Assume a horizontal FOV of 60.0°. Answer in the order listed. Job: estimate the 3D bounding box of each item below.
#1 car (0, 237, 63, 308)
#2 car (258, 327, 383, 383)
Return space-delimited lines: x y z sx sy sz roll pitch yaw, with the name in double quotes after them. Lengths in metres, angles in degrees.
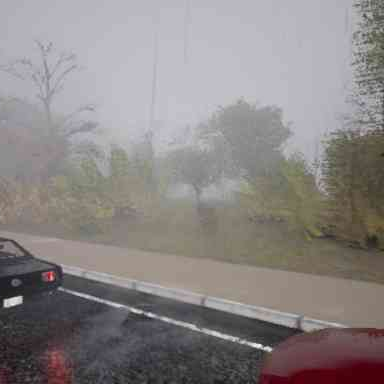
-4.890 1.627 7.108 4.718 1.301 1.895 0 0 36 "car"
2.631 1.525 1.839 4.674 1.442 1.812 -1 0 36 "car"
